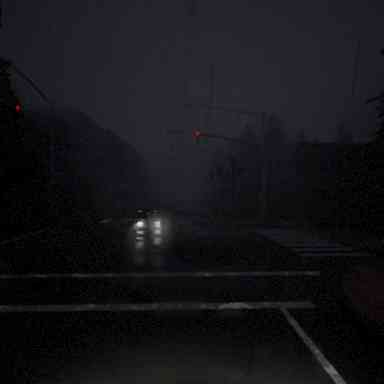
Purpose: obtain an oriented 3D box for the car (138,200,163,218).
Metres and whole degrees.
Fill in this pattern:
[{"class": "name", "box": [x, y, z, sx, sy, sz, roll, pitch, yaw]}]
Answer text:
[{"class": "car", "box": [-3.561, 1.480, 29.146, 1.837, 1.490, 4.892, 0, 1, 0]}]
